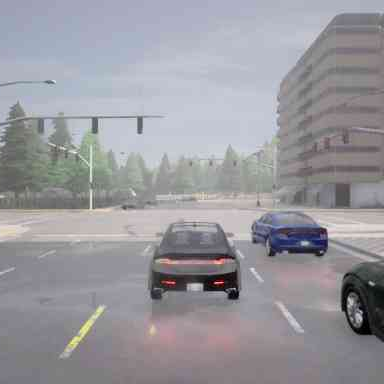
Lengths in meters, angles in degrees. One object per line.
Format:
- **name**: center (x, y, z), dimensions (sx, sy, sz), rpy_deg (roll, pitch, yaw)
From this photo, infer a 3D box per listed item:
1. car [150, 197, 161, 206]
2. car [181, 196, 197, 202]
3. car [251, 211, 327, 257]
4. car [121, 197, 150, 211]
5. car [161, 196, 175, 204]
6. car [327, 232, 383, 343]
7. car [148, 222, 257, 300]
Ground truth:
- **car**: center (-6.646, 1.563, 53.426), dimensions (1.994, 1.385, 4.181), rpy_deg (0, 0, 4)
- **car**: center (-0.592, 1.524, 74.234), dimensions (1.812, 1.442, 4.674), rpy_deg (0, 0, 31)
- **car**: center (3.586, 1.478, 13.028), dimensions (1.882, 1.535, 5.008), rpy_deg (0, 0, 0)
- **car**: center (-7.333, 1.547, 42.097), dimensions (2.033, 1.411, 5.357), rpy_deg (0, 0, 7)
- **car**: center (-4.686, 1.525, 64.858), dimensions (1.812, 1.442, 4.674), rpy_deg (0, 0, 18)
- **car**: center (3.600, 1.352, 3.877), dimensions (2.097, 1.767, 4.553), rpy_deg (0, 0, 0)
- **car**: center (0.067, 1.492, 8.383), dimensions (2.128, 1.511, 4.902), rpy_deg (0, 0, 0)
